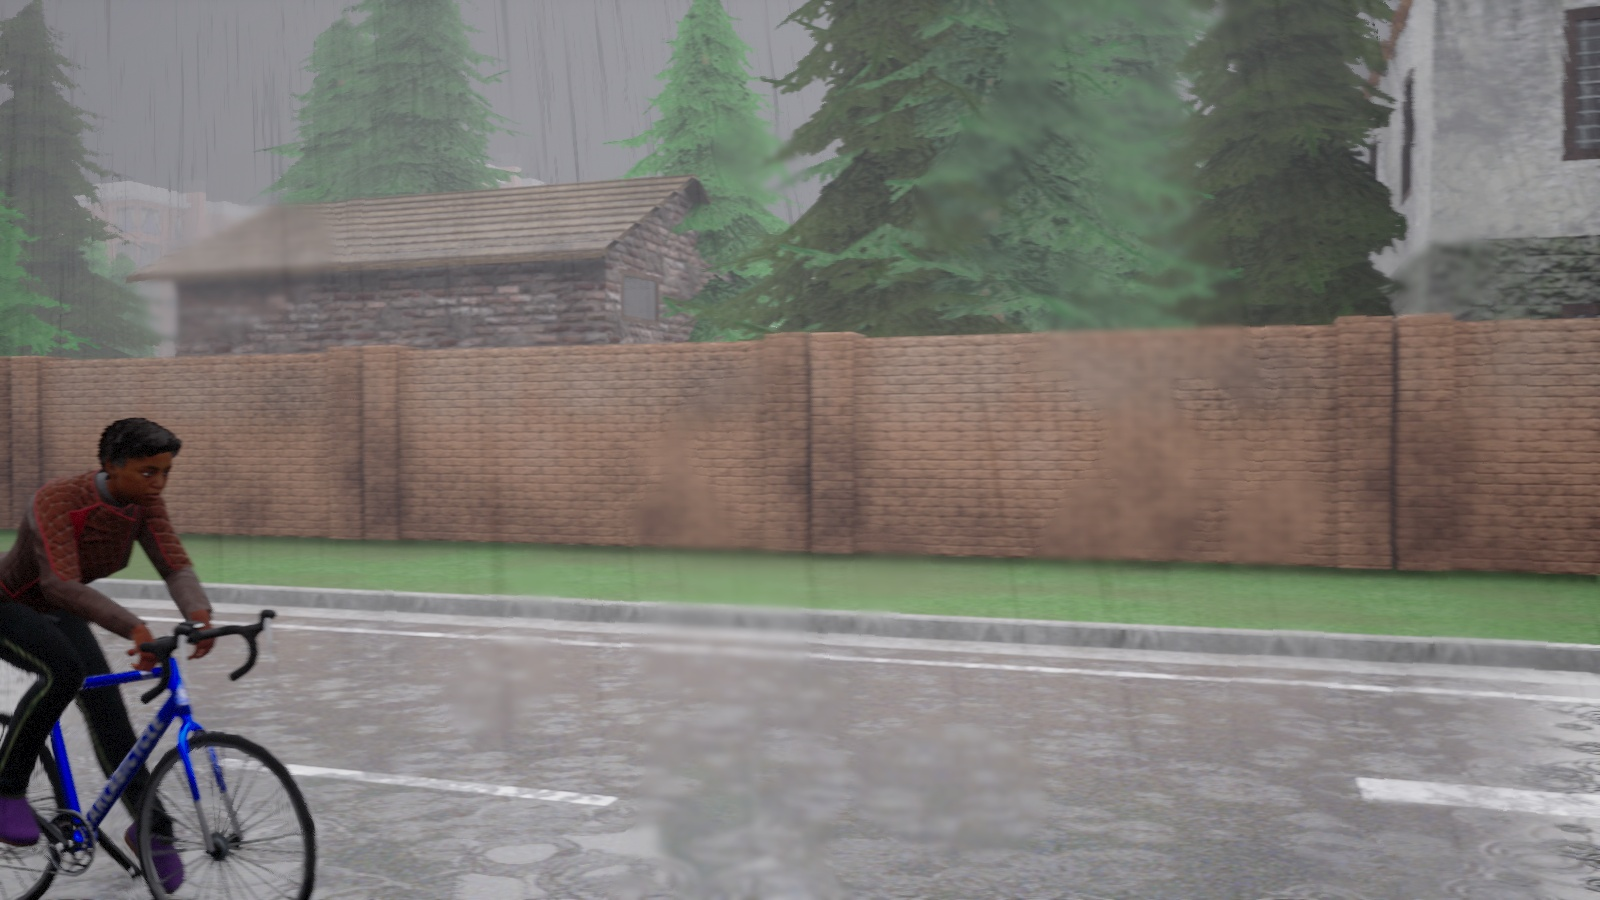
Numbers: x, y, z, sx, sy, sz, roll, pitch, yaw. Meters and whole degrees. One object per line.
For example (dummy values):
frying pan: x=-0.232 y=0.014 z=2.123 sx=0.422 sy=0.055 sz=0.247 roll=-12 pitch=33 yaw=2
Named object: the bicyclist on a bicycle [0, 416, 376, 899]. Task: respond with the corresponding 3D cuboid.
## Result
bicyclist on a bicycle: x=-2.218 y=0.707 z=3.942 sx=1.656 sy=1.620 sz=0.582 roll=1 pitch=1 yaw=19
